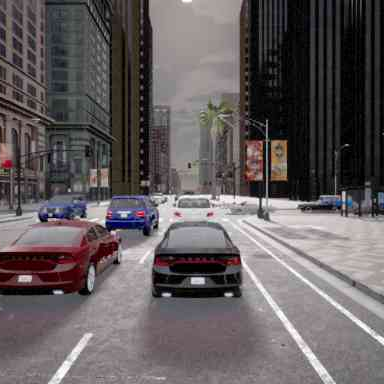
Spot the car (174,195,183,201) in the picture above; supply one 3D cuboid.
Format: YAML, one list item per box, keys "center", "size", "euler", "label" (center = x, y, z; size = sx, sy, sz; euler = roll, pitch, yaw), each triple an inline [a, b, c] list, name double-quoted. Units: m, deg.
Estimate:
- center: [-3.272, 1.496, 81.605]
  size: [1.837, 1.490, 4.892]
  euler: [0, 0, 0]
  label: "car"

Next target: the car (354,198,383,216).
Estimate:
- center: [17.062, 1.548, 31.232]
  size: [4.403, 1.369, 2.008]
  euler: [0, 0, 0]
  label: "car"

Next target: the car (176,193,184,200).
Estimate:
- center: [-3.274, 1.193, 91.995]
  size: [2.097, 1.767, 4.553]
  euler: [0, 0, 0]
  label: "car"

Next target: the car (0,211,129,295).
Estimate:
- center: [-3.152, 1.477, 8.727]
  size: [1.882, 1.535, 5.008]
  euler: [0, 0, 0]
  label: "car"

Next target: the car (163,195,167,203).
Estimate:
- center: [-6.574, 1.222, 63.371]
  size: [2.150, 2.045, 5.566]
  euler: [0, 0, 0]
  label: "car"

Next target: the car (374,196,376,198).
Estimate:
- center: [23.993, 1.197, 37.094]
  size: [5.566, 2.045, 2.150]
  euler: [0, 0, 0]
  label: "car"

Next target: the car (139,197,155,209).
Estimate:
- center: [-6.118, 1.492, 45.518]
  size: [2.128, 1.511, 4.902]
  euler: [0, 0, -6]
  label: "car"

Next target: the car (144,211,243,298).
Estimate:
- center: [0.097, 1.477, 8.573]
  size: [1.882, 1.535, 5.008]
  euler: [0, 0, 0]
  label: "car"

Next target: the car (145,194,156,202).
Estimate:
- center: [-9.771, 1.359, 78.112]
  size: [2.097, 1.767, 4.553]
  euler: [0, 0, 0]
  label: "car"

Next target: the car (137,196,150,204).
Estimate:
- center: [-9.788, 1.528, 67.024]
  size: [1.812, 1.442, 4.674]
  euler: [0, 0, 1]
  label: "car"

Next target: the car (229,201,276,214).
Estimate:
- center: [6.195, 1.598, 34.058]
  size: [4.718, 1.301, 1.895]
  euler: [0, 0, 7]
  label: "car"

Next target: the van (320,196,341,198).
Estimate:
- center: [17.056, 1.314, 39.756]
  size: [3.998, 1.788, 1.690]
  euler: [0, 0, 0]
  label: "van"

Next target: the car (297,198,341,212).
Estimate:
- center: [14.235, 1.583, 37.093]
  size: [4.718, 1.301, 1.895]
  euler: [0, 0, 0]
  label: "car"

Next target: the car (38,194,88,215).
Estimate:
- center: [-9.848, 1.221, 25.849]
  size: [2.150, 2.045, 5.566]
  euler: [0, 0, 0]
  label: "car"

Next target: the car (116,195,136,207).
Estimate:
- center: [-9.887, 1.355, 50.341]
  size: [2.097, 1.767, 4.553]
  euler: [0, 0, 1]
  label: "car"

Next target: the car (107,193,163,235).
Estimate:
- center: [-3.184, 1.221, 18.592]
  size: [2.150, 2.045, 5.566]
  euler: [0, 0, 2]
  label: "car"

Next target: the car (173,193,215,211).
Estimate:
- center: [0.097, 1.221, 18.533]
  size: [2.150, 2.045, 5.566]
  euler: [0, 0, 0]
  label: "car"

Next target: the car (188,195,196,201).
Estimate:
- center: [-0.022, 1.504, 83.199]
  size: [1.837, 1.490, 4.892]
  euler: [0, 0, 0]
  label: "car"
